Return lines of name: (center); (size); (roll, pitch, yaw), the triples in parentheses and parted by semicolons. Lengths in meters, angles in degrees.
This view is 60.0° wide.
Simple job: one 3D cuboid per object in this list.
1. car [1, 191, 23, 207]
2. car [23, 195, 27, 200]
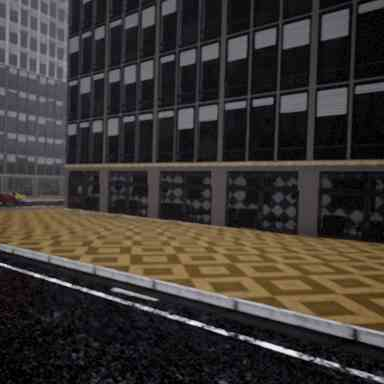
car: (-20.490, 0.664, 33.808); (2.192, 1.841, 5.009); (2, 1, 36)
car: (-24.039, 0.590, 43.165); (1.752, 1.417, 4.829); (2, 1, 36)
